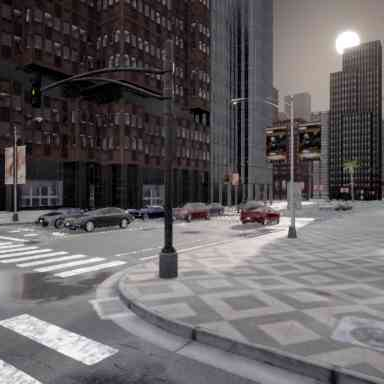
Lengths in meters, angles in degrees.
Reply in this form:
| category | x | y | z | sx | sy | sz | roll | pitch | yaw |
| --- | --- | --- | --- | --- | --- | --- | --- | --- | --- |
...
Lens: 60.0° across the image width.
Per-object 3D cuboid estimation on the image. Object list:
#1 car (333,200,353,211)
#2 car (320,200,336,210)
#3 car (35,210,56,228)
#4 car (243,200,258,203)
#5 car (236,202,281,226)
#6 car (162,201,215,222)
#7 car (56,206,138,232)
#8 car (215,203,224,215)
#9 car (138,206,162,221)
| category | x | y | z | sx | sy | sz | roll | pitch | yaw |
| --- | --- | --- | --- | --- | --- | --- | --- | --- | --- |
| car | 25.377 | 2.512 | 55.206 | 1.895 | 1.301 | 4.718 | 0 | -1 | 35 |
| car | 24.284 | 2.549 | 59.292 | 1.895 | 1.301 | 4.718 | 0 | -1 | 35 |
| car | -8.928 | 1.794 | 23.882 | 1.994 | 1.385 | 4.181 | 0 | -1 | 35 |
| car | 8.211 | 2.013 | 48.048 | 2.097 | 1.767 | 4.553 | 0 | -1 | 38 |
| car | 5.749 | 1.884 | 27.418 | 1.882 | 1.535 | 5.008 | 0 | -1 | 35 |
| car | -0.210 | 1.738 | 30.585 | 2.097 | 1.767 | 4.553 | 0 | -1 | 35 |
| car | -6.158 | 1.742 | 22.172 | 1.837 | 1.490 | 4.892 | 0 | -1 | 35 |
| car | 1.993 | 2.009 | 39.332 | 1.837 | 1.490 | 4.892 | 0 | -1 | 35 |
| car | -3.879 | 1.957 | 31.037 | 1.895 | 1.301 | 4.718 | 0 | -1 | 35 |
